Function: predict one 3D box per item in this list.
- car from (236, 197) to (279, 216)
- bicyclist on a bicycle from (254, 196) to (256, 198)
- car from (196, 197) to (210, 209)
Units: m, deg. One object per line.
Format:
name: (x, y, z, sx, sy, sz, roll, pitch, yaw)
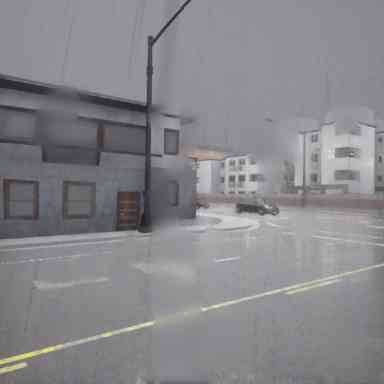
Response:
car: (6.590, 1.358, 33.599, 2.097, 1.767, 4.553, 1, 0, -38)
bicyclist on a bicycle: (9.058, 1.338, 47.874, 0.582, 1.620, 1.656, 2, 0, 44)
car: (0.027, 1.286, 40.927, 4.674, 1.442, 1.812, 2, 0, 41)
